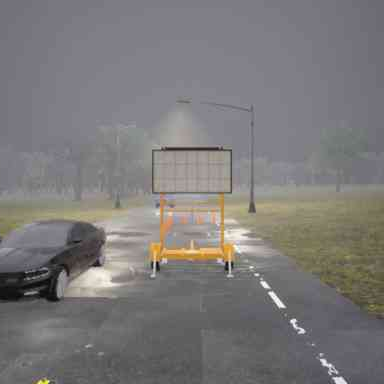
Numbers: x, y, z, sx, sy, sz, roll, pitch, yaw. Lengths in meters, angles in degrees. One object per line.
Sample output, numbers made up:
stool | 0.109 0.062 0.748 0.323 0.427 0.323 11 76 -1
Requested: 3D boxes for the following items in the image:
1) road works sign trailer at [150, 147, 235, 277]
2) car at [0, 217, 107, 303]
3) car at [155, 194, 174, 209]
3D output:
road works sign trailer | 0.006 0.446 10.160 2.380 3.560 2.880 0 0 0
car | -3.594 1.464 8.447 1.882 1.535 5.008 0 0 0
car | -3.467 1.026 43.020 2.150 2.045 5.566 0 0 0
